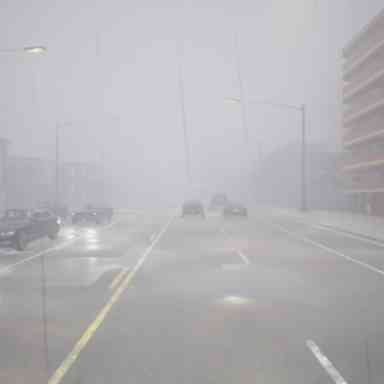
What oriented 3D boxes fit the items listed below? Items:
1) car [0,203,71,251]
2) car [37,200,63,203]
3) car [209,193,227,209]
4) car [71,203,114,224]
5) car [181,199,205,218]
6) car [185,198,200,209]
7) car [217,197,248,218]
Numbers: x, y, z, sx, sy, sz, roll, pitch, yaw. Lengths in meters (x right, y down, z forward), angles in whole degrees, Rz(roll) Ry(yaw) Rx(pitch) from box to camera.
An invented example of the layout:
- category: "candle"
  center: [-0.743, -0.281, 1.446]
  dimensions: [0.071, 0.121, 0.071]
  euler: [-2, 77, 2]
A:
- category: "car"
  center: [-7.097, 1.434, 13.780]
  dimensions: [2.128, 1.511, 4.902]
  euler: [0, 0, 0]
- category: "car"
  center: [-10.557, 1.379, 24.288]
  dimensions: [2.128, 1.511, 4.902]
  euler: [0, 0, 0]
- category: "car"
  center: [3.548, 1.139, 43.960]
  dimensions: [2.150, 2.045, 5.566]
  euler: [0, 0, 0]
- category: "car"
  center: [-7.062, 1.494, 23.910]
  dimensions: [1.895, 1.301, 4.718]
  euler: [0, 0, 0]
- category: "car"
  center: [0.093, 1.353, 28.991]
  dimensions: [1.882, 1.535, 5.008]
  euler: [0, 0, 0]
- category: "car"
  center: [0.046, 1.510, 43.795]
  dimensions: [1.895, 1.301, 4.718]
  euler: [0, -1, 0]
- category: "car"
  center: [3.595, 1.443, 28.945]
  dimensions: [1.994, 1.385, 4.181]
  euler: [0, 0, 0]
